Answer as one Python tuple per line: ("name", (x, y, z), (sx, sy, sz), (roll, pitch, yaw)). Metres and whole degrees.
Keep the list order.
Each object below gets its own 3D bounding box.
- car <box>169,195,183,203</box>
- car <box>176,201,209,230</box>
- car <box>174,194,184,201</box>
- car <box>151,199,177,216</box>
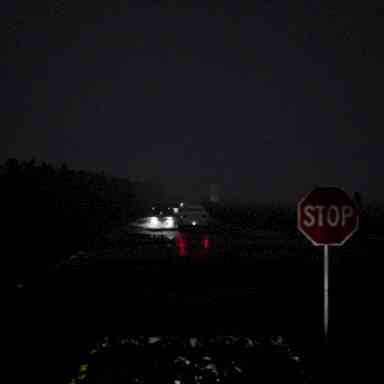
("car", (-2.801, 1.578, 47.864), (1.994, 1.385, 4.181), (0, 0, 0))
("car", (0.126, 1.549, 21.276), (1.812, 1.442, 4.674), (0, 0, 0))
("car", (-2.700, 1.327, 65.663), (2.150, 2.045, 5.566), (0, 0, 0))
("car", (-2.824, 1.614, 32.603), (1.895, 1.301, 4.718), (0, 0, 0))
